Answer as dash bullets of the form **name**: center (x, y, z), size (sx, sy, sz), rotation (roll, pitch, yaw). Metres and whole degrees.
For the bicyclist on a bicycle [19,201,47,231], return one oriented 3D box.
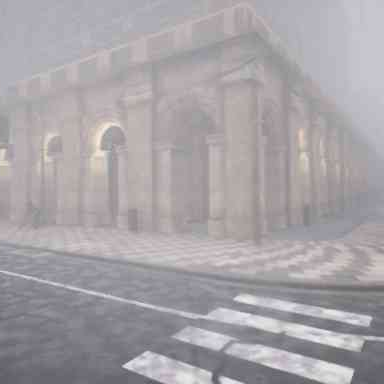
- **bicyclist on a bicycle**: center (-8.834, 1.334, 18.490), size (0.582, 1.620, 1.656), rotation (0, 0, 33)
